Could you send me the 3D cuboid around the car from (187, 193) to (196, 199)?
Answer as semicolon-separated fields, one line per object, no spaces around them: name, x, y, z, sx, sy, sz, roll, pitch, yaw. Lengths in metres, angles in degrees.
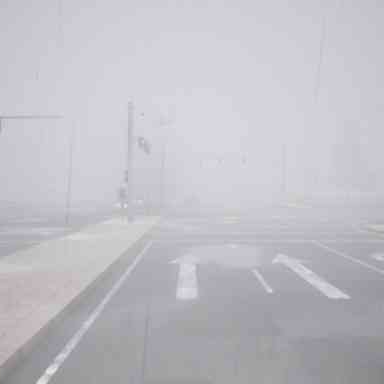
car;-0.070;0.964;79.284;1.994;1.385;4.181;0;0;0

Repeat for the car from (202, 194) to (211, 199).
car;3.430;1.007;79.319;1.895;1.301;4.718;0;0;0

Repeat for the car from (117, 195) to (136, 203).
car;-11.591;1.291;57.508;1.895;1.301;4.718;0;0;1

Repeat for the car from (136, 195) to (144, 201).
car;-11.563;1.204;71.941;1.895;1.301;4.718;0;0;0

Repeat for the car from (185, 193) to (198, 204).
car;-0.047;1.237;53.851;1.812;1.442;4.674;0;0;0
